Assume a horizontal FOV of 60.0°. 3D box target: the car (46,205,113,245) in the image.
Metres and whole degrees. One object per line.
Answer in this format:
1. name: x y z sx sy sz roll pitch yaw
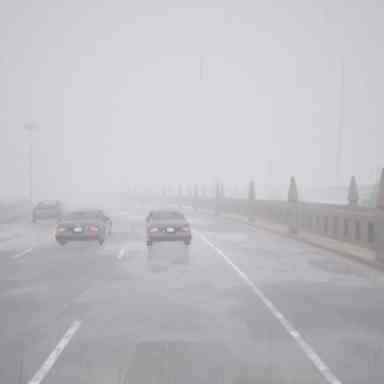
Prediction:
1. car: -4.739 1.463 15.137 2.033 1.411 5.357 0 0 -9

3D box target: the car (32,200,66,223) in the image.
1. car: -10.250 1.362 24.235 2.128 1.511 4.902 0 0 -14

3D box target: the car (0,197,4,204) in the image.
1. car: -31.730 1.295 53.874 1.994 1.385 4.181 0 0 -34

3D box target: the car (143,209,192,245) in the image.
1. car: -1.192 1.457 15.004 2.033 1.411 5.357 0 0 -9
